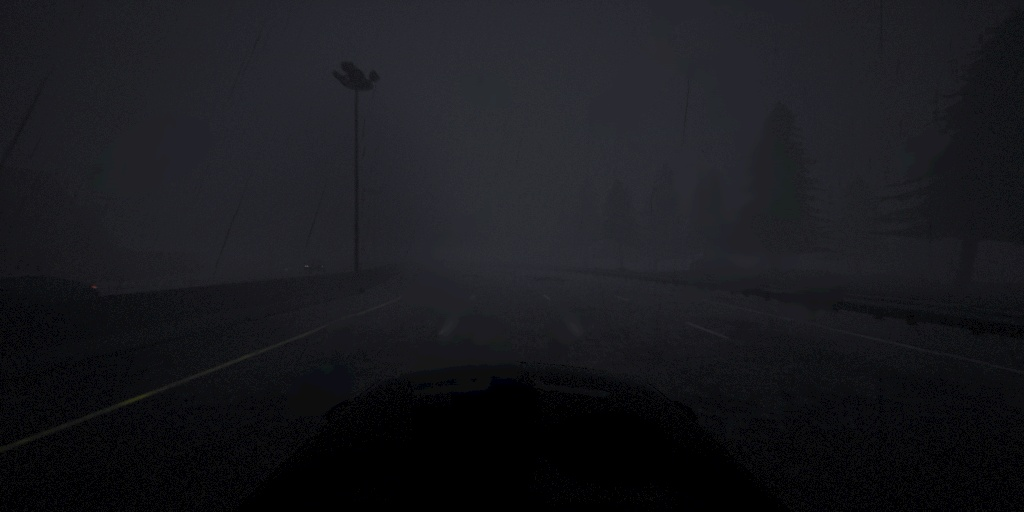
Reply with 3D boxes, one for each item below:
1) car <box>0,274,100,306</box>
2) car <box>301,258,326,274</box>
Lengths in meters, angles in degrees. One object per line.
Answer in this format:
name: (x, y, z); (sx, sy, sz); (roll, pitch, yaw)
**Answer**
car: (-16.394, 1.330, 11.495); (1.812, 1.442, 4.674); (0, 1, 1)
car: (-22.570, 1.064, 40.986); (2.097, 1.767, 4.553); (0, 0, -31)
